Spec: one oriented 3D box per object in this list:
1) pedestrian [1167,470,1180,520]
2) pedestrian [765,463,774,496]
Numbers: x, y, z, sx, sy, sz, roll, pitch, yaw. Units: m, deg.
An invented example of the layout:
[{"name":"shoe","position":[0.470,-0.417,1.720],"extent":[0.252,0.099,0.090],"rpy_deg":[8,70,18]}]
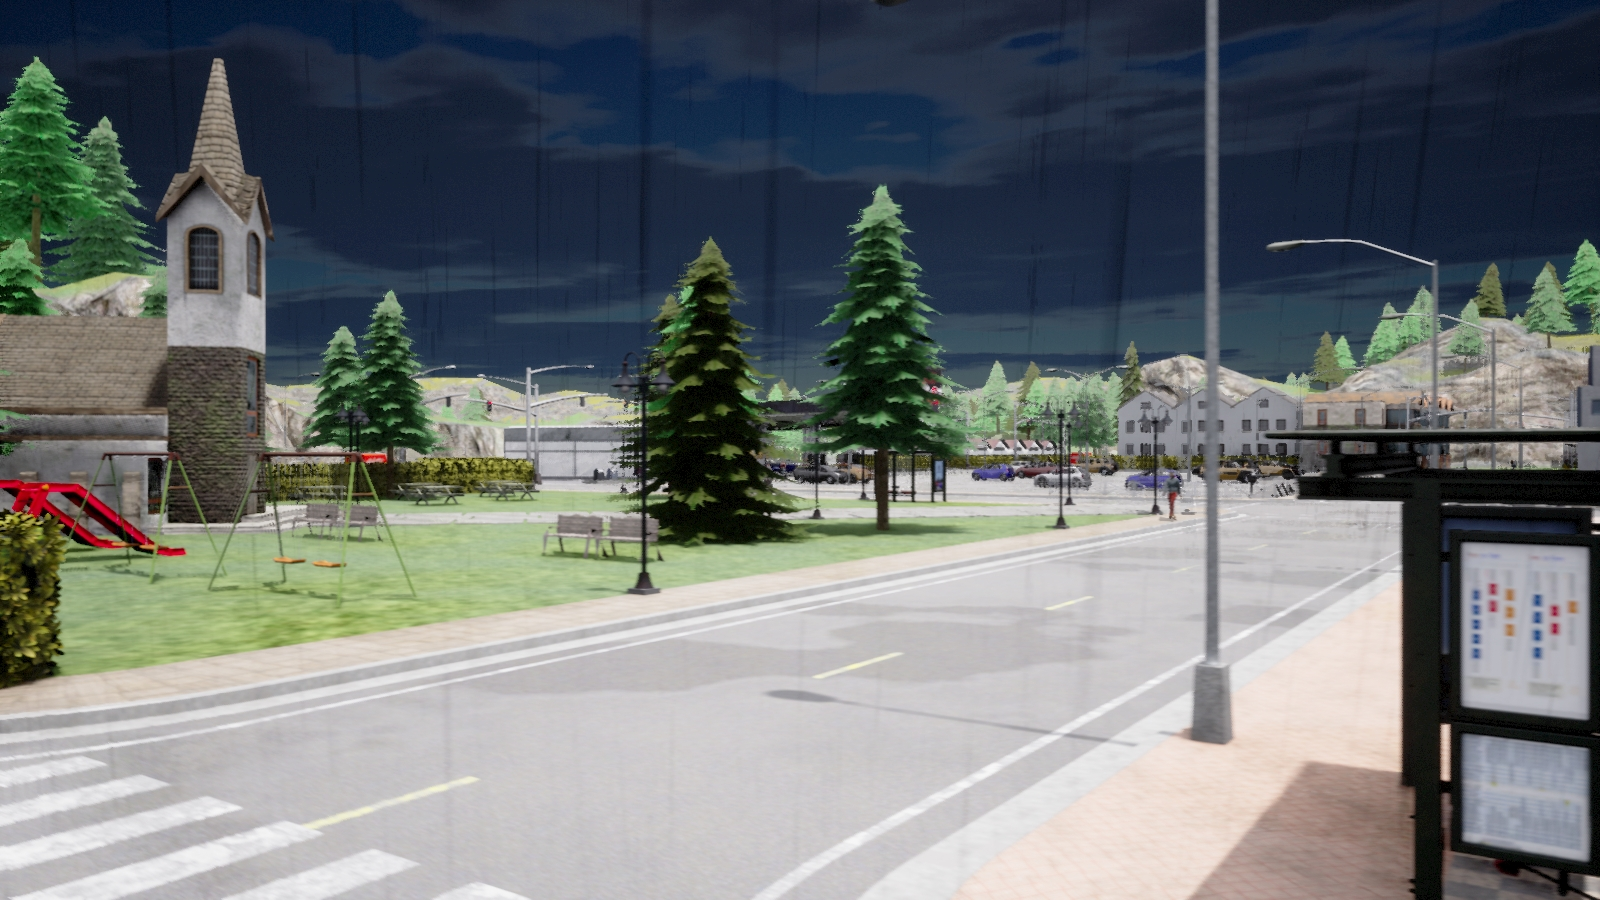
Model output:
[{"name":"pedestrian","position":[13.924,1.682,42.616],"extent":[0.375,1.860,0.375],"rpy_deg":[0,0,36]},{"name":"pedestrian","position":[-1.780,1.704,66.246],"extent":[0.375,1.860,0.375],"rpy_deg":[0,0,37]}]
